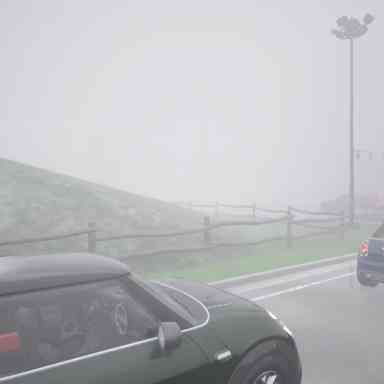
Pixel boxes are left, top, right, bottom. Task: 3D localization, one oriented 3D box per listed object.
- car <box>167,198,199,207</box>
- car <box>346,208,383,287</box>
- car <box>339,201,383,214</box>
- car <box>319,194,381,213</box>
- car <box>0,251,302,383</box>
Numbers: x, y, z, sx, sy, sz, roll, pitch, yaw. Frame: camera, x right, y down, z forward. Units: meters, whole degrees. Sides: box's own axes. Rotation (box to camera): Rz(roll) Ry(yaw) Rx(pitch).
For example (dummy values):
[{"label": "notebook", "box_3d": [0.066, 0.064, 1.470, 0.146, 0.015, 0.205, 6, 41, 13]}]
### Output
[{"label": "car", "box_3d": [-1.453, 1.601, 50.841, 4.718, 1.301, 1.895, 0, 0, 21]}, {"label": "car", "box_3d": [6.068, 1.352, 8.121, 4.553, 1.767, 2.097, 0, 0, -35]}, {"label": "car", "box_3d": [13.862, 1.601, 24.741, 4.718, 1.301, 1.895, 0, 0, 40]}, {"label": "car", "box_3d": [15.450, 1.223, 32.471, 5.566, 2.045, 2.150, 0, 0, 38]}, {"label": "car", "box_3d": [-1.082, 1.352, 2.975, 4.553, 1.767, 2.097, 0, 0, -35]}]
